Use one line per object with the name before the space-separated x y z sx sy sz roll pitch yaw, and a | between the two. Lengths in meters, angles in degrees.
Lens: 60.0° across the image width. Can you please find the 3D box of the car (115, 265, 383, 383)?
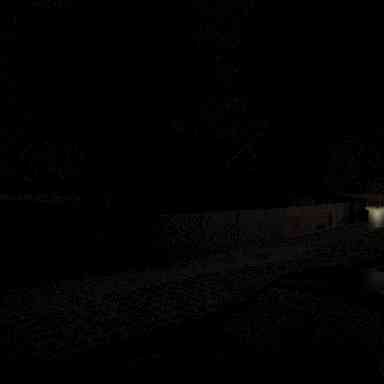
car | 1.354 1.526 3.052 4.674 1.442 1.812 0 0 -39
